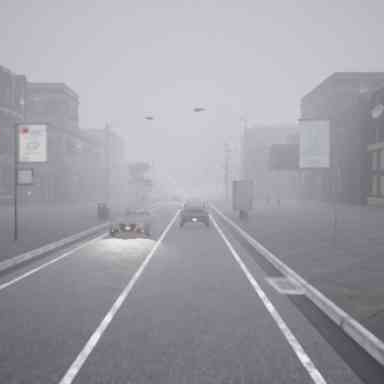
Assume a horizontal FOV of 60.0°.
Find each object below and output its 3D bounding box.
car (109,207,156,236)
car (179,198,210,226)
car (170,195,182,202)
[{"bbox_3d":[-3.045,1.509,17.729,1.994,1.385,4.181,0,0,0],"label":"car"},{"bbox_3d":[0.169,1.415,22.656,1.837,1.490,4.892,0,0,0],"label":"car"},{"bbox_3d":[-2.850,1.143,59.776,1.994,1.385,4.181,0,1,1],"label":"car"}]
